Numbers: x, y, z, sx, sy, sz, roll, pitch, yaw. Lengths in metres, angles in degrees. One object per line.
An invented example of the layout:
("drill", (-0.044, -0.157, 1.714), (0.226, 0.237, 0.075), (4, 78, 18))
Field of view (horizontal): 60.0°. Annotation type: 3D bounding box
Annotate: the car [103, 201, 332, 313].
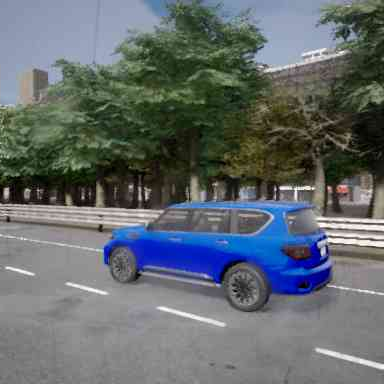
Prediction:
("car", (0.329, 1.227, 7.932), (5.566, 2.045, 2.150), (0, 0, 36))
